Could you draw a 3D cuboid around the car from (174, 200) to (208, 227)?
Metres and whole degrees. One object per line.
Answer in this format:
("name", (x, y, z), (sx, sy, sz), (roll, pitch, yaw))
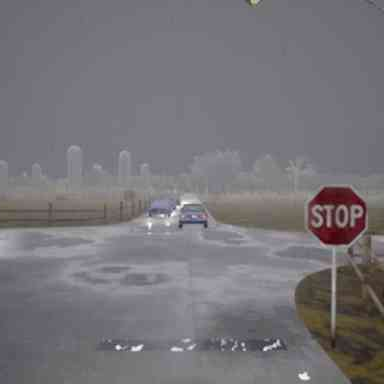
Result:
("car", (0.074, 1.519, 22.310), (2.033, 1.411, 5.357), (0, 0, 0))

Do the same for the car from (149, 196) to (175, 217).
("car", (-2.853, 1.436, 30.996), (1.882, 1.535, 5.008), (0, 0, -1))

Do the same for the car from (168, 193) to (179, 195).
("car", (-2.912, 1.133, 52.111), (2.150, 2.045, 5.566), (0, 0, 0))

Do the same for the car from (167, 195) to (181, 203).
("car", (-2.907, 1.429, 41.431), (2.128, 1.511, 4.902), (0, 0, 0))
